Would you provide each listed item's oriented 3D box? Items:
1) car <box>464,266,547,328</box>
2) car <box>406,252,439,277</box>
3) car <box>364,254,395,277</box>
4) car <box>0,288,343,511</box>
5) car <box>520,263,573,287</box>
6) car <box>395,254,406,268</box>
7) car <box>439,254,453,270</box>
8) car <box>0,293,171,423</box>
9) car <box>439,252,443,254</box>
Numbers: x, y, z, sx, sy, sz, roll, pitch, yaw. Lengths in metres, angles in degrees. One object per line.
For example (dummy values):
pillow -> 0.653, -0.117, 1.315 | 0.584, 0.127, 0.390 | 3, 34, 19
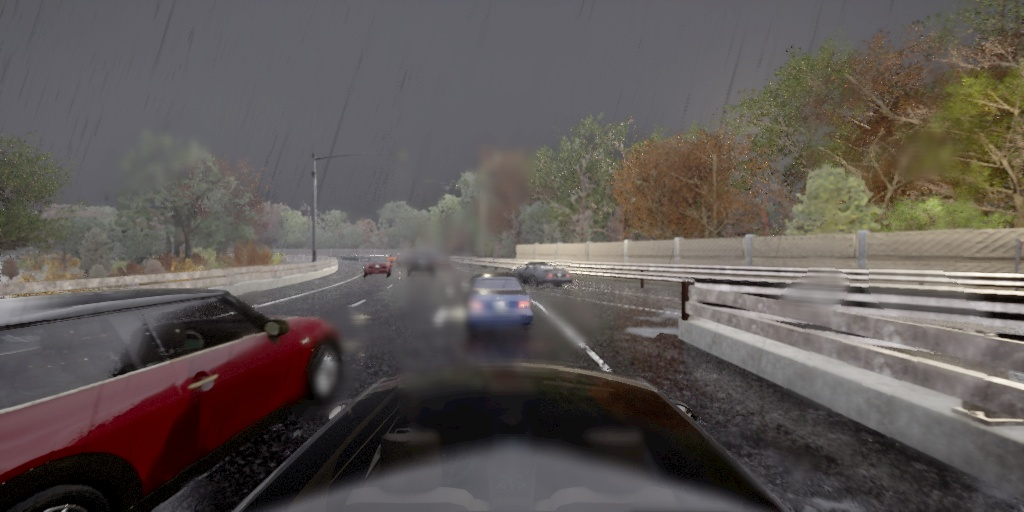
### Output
car -> -0.510, 1.210, 11.073 | 2.033, 1.411, 5.357 | 0, 1, -6
car -> -7.991, 0.691, 31.682 | 2.150, 2.045, 5.566 | 0, 1, -16
car -> -11.548, 0.827, 31.171 | 2.097, 1.767, 4.553 | 0, 1, -16
car -> -3.523, 1.086, 3.455 | 2.097, 1.767, 4.553 | 0, 1, -1
car -> 1.371, 1.112, 21.587 | 2.033, 1.411, 5.357 | 0, 1, -30
car -> -14.856, 0.810, 49.238 | 1.837, 1.490, 4.892 | 0, 1, -25
car -> -8.499, 0.868, 43.581 | 1.837, 1.490, 4.892 | 0, 0, -23
car -> -6.989, 1.329, 4.034 | 1.895, 1.301, 4.718 | 0, 1, -2
car -> -10.546, 0.533, 48.338 | 2.150, 2.045, 5.566 | 0, 0, -25
